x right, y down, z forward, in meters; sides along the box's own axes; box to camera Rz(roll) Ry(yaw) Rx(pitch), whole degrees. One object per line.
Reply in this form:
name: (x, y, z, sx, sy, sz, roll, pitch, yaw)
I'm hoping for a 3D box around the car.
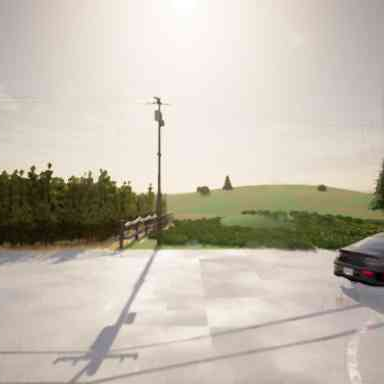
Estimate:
car: (5.975, 1.755, 8.734, 4.674, 1.442, 1.812, 0, -2, -17)
